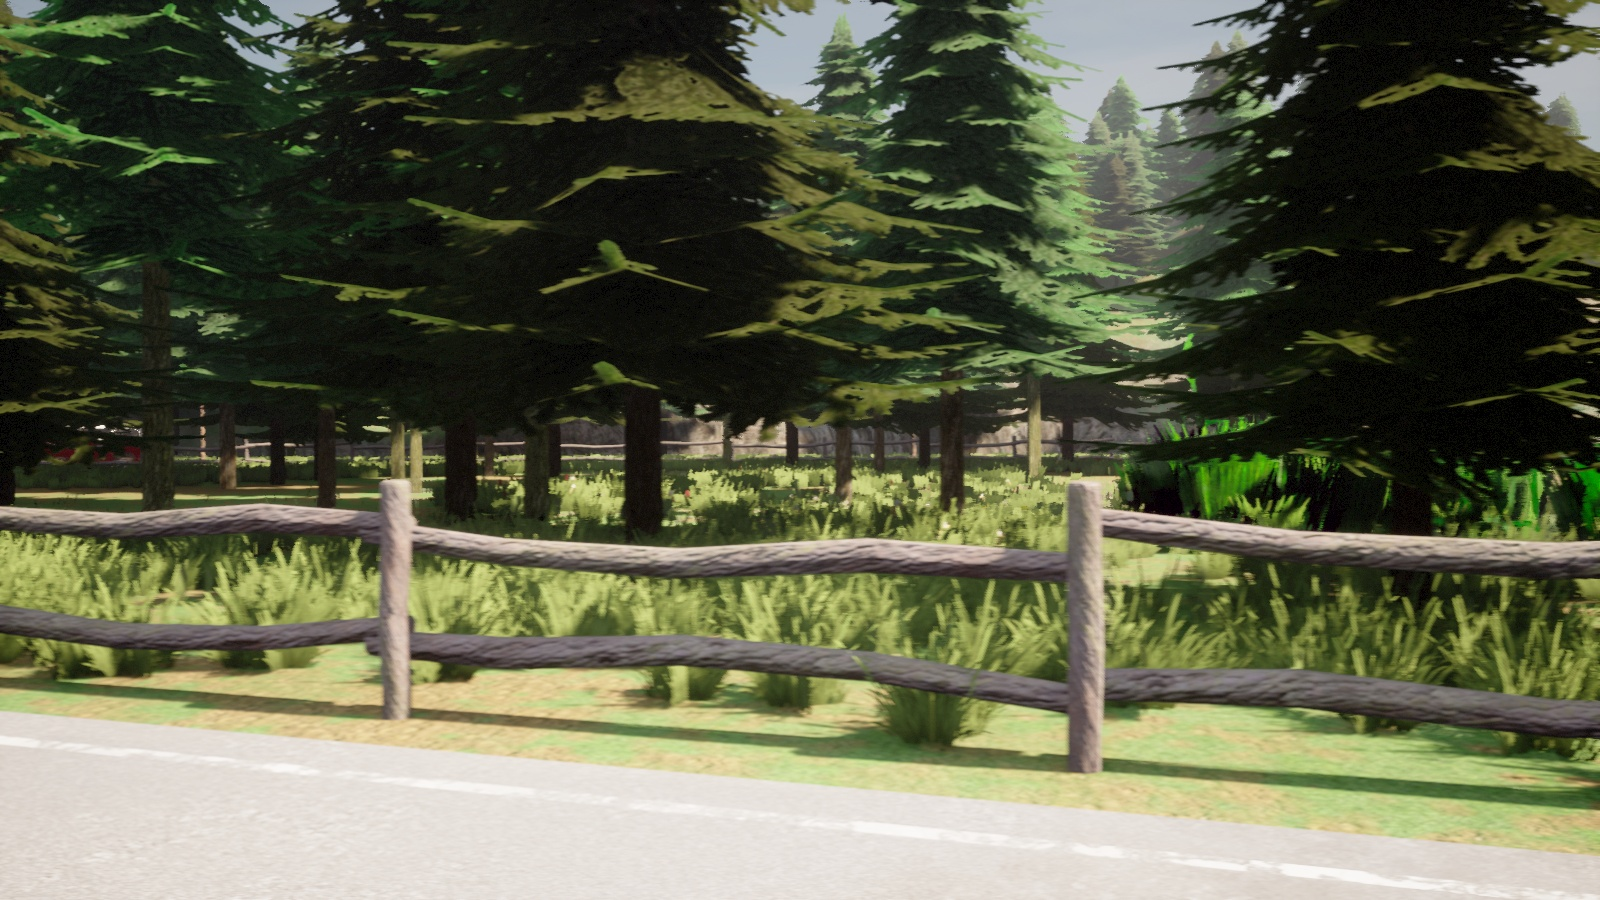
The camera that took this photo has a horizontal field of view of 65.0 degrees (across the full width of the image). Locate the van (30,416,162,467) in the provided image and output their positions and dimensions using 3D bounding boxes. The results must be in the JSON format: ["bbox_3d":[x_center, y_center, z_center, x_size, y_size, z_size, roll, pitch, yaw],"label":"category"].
[{"bbox_3d":[-29.039,-0.341,51.950,4.480,2.038,2.069,0,1,-19],"label":"van"}]
